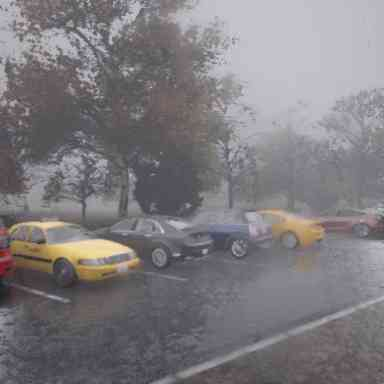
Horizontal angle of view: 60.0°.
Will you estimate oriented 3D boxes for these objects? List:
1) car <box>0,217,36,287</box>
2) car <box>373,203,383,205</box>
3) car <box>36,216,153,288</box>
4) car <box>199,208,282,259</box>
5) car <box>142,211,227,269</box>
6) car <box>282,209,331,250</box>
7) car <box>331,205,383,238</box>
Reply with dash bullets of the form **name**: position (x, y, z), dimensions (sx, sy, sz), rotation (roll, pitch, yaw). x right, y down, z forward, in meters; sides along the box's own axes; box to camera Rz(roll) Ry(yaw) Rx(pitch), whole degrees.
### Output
- **car**: position (-6.452, 1.253, 7.830), dimensions (5.566, 2.045, 2.435), rotation (-1, -1, 35)
- **car**: position (10.329, 1.628, 20.103), dimensions (4.792, 1.488, 2.163), rotation (-1, -1, 33)
- **car**: position (-3.855, 1.512, 9.444), dimensions (5.366, 1.575, 1.946), rotation (-1, -1, 34)
- **car**: position (0.823, 1.418, 13.011), dimensions (4.553, 1.767, 2.185), rotation (-1, -1, 34)
- **car**: position (-1.599, 1.532, 11.277), dimensions (4.892, 1.521, 2.231), rotation (-1, -1, 34)
- **car**: position (3.194, 1.558, 14.774), dimensions (5.008, 1.535, 2.097), rotation (-1, -1, 34)
- **car**: position (7.909, 1.615, 18.339), dimensions (4.792, 1.488, 2.163), rotation (-1, -1, 33)
